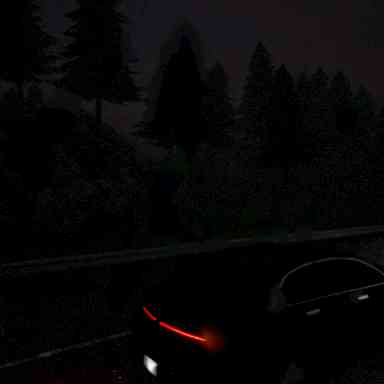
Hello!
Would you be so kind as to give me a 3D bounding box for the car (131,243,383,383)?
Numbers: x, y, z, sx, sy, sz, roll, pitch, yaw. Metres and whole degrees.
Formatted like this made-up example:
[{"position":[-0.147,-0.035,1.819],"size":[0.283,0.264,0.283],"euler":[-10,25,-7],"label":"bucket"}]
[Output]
[{"position":[1.565,1.503,4.766],"size":[4.892,1.490,1.837],"euler":[0,0,-35],"label":"car"}]
